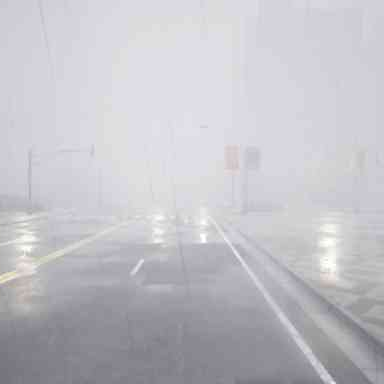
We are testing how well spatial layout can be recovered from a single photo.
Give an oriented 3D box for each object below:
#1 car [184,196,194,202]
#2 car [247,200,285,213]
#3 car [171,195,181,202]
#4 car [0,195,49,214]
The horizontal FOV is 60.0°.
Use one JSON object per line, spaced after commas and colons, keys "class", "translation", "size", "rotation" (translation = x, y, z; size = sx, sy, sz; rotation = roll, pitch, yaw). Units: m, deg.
{"class": "car", "translation": [-0.625, 1.569, 79.755], "size": [2.033, 1.411, 5.357], "rotation": [0, 0, 9]}
{"class": "car", "translation": [7.649, 1.562, 35.102], "size": [4.181, 1.385, 1.994], "rotation": [0, 0, 0]}
{"class": "car", "translation": [-3.833, 1.554, 80.278], "size": [1.812, 1.442, 4.674], "rotation": [0, 0, 9]}
{"class": "car", "translation": [-18.059, 1.324, 34.996], "size": [5.566, 2.045, 2.150], "rotation": [2, 0, 0]}
